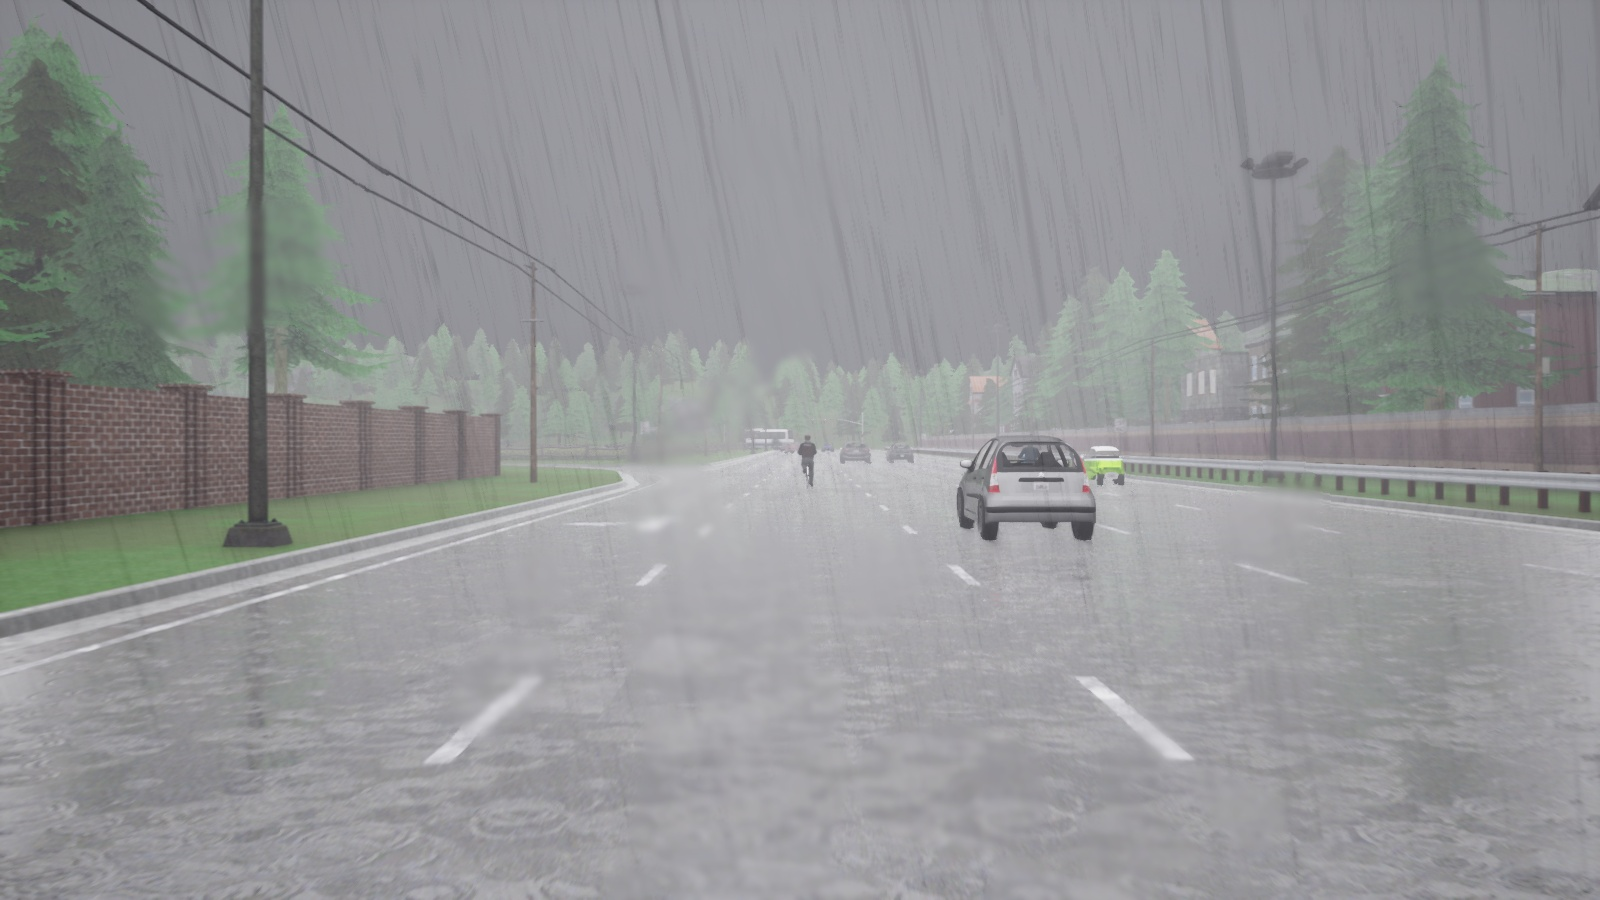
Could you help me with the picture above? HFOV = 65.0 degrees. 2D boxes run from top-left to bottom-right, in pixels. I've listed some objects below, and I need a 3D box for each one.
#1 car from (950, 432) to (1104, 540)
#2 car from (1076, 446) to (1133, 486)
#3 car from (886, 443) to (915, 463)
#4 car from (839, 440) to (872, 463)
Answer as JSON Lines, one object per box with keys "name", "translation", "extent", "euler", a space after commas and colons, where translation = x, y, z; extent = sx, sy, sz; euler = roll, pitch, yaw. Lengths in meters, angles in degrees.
{"name": "car", "translation": [3.634, 0.531, 20.763], "extent": [1.851, 1.617, 3.988], "euler": [0, 0, 0]}
{"name": "car", "translation": [10.770, 0.559, 44.474], "extent": [1.481, 1.376, 2.207], "euler": [0, 1, 0]}
{"name": "car", "translation": [7.556, 0.232, 94.741], "extent": [1.816, 1.474, 4.193], "euler": [0, 0, 0]}
{"name": "car", "translation": [4.041, 0.075, 92.015], "extent": [2.242, 1.667, 4.611], "euler": [0, 0, 0]}
